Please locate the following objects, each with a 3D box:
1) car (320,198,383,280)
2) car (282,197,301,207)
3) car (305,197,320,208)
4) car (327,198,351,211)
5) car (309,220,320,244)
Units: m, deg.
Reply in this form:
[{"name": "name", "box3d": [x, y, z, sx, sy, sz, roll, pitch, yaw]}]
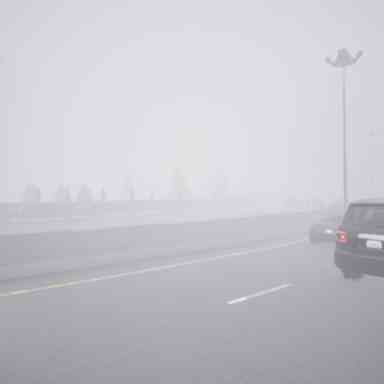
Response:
[{"name": "car", "box3d": [5.835, 1.178, 8.766, 5.566, 2.045, 2.150, 0, 0, -42]}, {"name": "car", "box3d": [14.839, 1.515, 49.284, 2.033, 1.411, 5.357, -1, 0, 29]}, {"name": "car", "box3d": [16.815, 1.431, 45.615, 2.128, 1.511, 4.902, -1, 0, 29]}, {"name": "car", "box3d": [17.933, 1.460, 40.476, 2.033, 1.411, 5.357, -1, 0, 30]}, {"name": "car", "box3d": [6.852, 1.516, 14.545, 4.181, 1.385, 1.994, 0, 0, -44]}]
